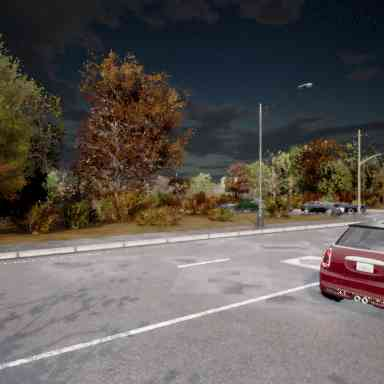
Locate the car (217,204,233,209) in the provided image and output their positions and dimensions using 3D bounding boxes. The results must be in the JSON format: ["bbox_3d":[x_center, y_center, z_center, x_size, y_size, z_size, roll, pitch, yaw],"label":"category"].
[{"bbox_3d":[6.018,2.656,55.663,2.033,1.411,5.357,0,-3,-32],"label":"car"}]

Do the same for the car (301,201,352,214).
[{"bbox_3d":[14.102,1.709,36.062,2.128,1.511,4.902,0,-1,-32],"label":"car"}]

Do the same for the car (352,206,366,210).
[{"bbox_3d":[17.144,1.827,37.807,1.895,1.301,4.718,0,-1,-32],"label":"car"}]

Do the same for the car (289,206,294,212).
[{"bbox_3d":[11.828,2.036,46.333,1.882,1.535,5.008,0,-3,-32],"label":"car"}]

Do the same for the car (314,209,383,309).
[{"bbox_3d":[4.811,1.363,7.120,4.553,1.767,2.097,0,0,-35],"label":"car"}]

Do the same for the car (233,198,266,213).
[{"bbox_3d":[8.512,1.794,45.037,2.150,2.045,5.566,0,-2,-32],"label":"car"}]
